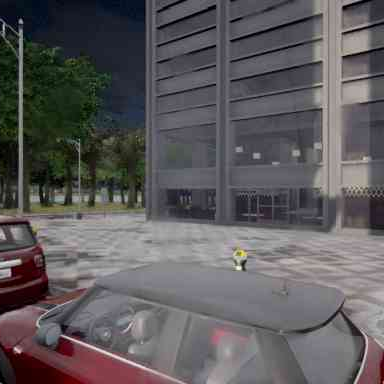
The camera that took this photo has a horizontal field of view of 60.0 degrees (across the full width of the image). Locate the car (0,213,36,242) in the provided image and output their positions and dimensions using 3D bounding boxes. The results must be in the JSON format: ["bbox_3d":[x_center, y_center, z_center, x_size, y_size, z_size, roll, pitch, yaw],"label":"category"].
[{"bbox_3d":[-4.800,1.315,6.382,5.009,1.841,2.192,0,0,35],"label":"car"}]

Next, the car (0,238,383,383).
[{"bbox_3d":[-0.371,1.440,3.227,4.097,1.590,1.967,0,0,35],"label":"car"}]
